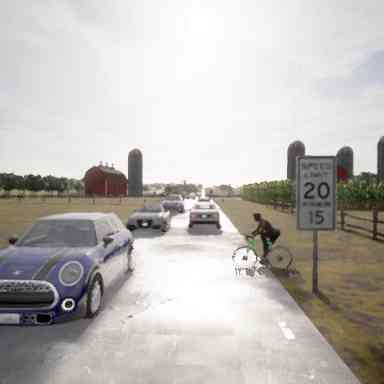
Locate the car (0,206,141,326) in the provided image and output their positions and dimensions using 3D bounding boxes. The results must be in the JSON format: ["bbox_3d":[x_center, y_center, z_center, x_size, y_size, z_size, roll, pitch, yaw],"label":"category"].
[{"bbox_3d":[-2.653,1.281,7.222,2.097,1.767,4.553,0,1,2],"label":"car"}]

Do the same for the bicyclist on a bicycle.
[{"bbox_3d":[1.960,1.384,9.230,1.656,1.620,0.582,0,1,2],"label":"bicyclist on a bicycle"}]

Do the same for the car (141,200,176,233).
[{"bbox_3d":[-2.249,1.389,18.401,1.994,1.385,4.181,0,1,2],"label":"car"}]

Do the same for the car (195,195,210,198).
[{"bbox_3d":[1.711,1.223,46.890,1.895,1.301,4.718,0,0,2],"label":"car"}]

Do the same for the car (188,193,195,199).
[{"bbox_3d":[-0.180,1.074,73.772,2.128,1.511,4.902,0,0,2],"label":"car"}]

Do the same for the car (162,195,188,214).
[{"bbox_3d":[-1.764,1.065,31.139,2.097,1.767,4.553,0,0,2],"label":"car"}]

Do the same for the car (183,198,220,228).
[{"bbox_3d":[0.774,1.357,20.595,2.033,1.411,5.357,0,1,2],"label":"car"}]
